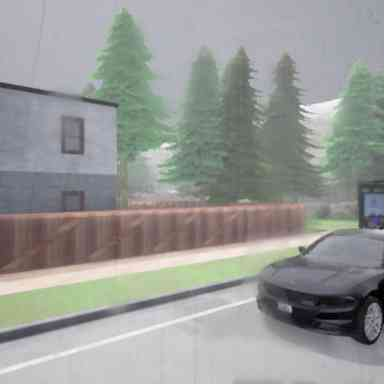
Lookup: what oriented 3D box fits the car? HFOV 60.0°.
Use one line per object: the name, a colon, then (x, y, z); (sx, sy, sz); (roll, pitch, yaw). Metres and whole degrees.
car: (3.409, 1.508, 6.643); (5.008, 1.535, 1.882); (0, 0, -37)
